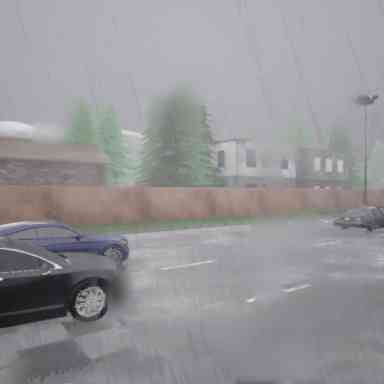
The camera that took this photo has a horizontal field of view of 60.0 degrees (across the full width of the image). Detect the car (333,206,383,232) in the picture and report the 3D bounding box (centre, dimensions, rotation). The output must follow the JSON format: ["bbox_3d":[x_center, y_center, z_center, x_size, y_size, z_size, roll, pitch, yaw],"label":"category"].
[{"bbox_3d":[10.682,1.553,19.967,5.357,1.411,2.033,0,0,-36],"label":"car"}]

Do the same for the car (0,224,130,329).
[{"bbox_3d":[-3.453,1.505,5.582,4.892,1.490,1.837,0,0,-36],"label":"car"}]

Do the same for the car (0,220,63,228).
[{"bbox_3d":[-4.070,1.526,9.426,4.674,1.442,1.812,0,0,-35],"label":"car"}]
